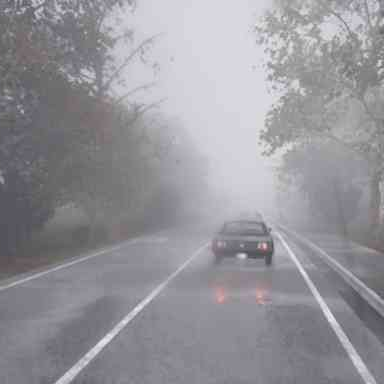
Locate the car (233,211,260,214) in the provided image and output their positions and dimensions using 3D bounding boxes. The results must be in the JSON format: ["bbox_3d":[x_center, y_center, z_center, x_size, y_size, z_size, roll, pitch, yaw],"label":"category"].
[{"bbox_3d":[4.553,2.209,25.608,2.033,1.411,5.357,0,-3,12],"label":"car"}]

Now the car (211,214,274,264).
[{"bbox_3d":[1.944,1.682,12.157,1.895,1.301,4.718,0,-1,12],"label":"car"}]

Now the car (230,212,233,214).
[{"bbox_3d":[7.929,4.184,59.709,1.812,1.442,4.674,0,-3,15],"label":"car"}]
